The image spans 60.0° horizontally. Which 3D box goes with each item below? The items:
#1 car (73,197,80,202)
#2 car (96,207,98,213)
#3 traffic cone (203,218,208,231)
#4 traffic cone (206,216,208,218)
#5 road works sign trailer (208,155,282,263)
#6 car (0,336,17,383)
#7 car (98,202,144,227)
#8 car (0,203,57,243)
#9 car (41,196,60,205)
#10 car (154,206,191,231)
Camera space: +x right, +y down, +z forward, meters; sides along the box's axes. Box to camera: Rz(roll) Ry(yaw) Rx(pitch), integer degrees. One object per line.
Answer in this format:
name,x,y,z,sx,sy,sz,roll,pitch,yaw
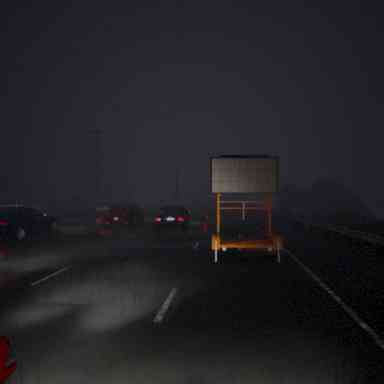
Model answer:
car,-21.709,1.492,61.640,2.128,1.511,4.902,0,0,-10
car,-8.019,1.600,32.986,1.895,1.301,4.718,0,0,-1
traffic cone,0.793,1.955,19.119,0.340,0.580,0.340,0,0,3
traffic cone,0.913,1.955,21.115,0.340,0.580,0.340,0,0,3
road works sign trailer,1.860,0.464,12.042,2.380,3.560,2.880,0,0,3
car,-2.968,1.601,1.269,1.895,1.301,4.718,0,0,9
car,-4.577,1.477,22.934,1.882,1.535,5.008,0,0,2
car,-8.414,1.478,16.238,1.882,1.535,5.008,0,0,4
car,-24.667,1.477,58.164,1.882,1.535,5.008,0,0,-9
car,-1.135,1.547,20.604,2.033,1.411,5.357,0,0,2
